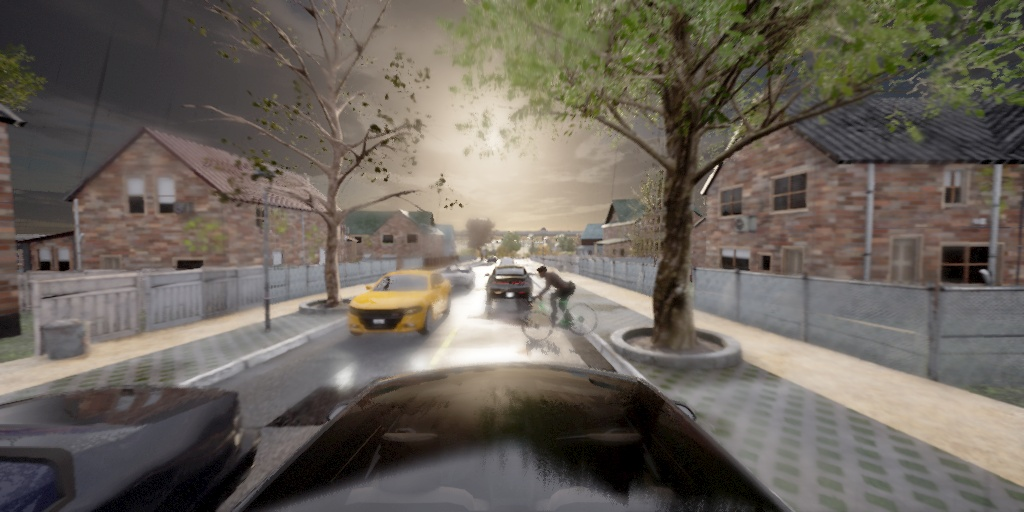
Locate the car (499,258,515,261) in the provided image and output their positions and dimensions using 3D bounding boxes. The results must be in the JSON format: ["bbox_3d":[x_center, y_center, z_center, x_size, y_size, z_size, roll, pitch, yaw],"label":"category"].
[{"bbox_3d":[-0.609,0.906,45.335,1.812,1.442,4.674,0,0,-1],"label":"car"}]

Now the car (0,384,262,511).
[{"bbox_3d":[-2.804,1.326,0.330,2.033,1.411,5.357,0,1,-1],"label":"car"}]

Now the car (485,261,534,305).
[{"bbox_3d":[-0.106,1.127,15.346,1.837,1.490,4.892,0,0,-1],"label":"car"}]

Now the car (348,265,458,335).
[{"bbox_3d":[-2.972,1.160,10.444,1.882,1.535,5.008,0,1,-1],"label":"car"}]

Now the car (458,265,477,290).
[{"bbox_3d":[-3.137,1.191,20.719,1.895,1.301,4.718,0,0,-1],"label":"car"}]

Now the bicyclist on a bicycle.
[{"bbox_3d":[0.935,0.995,7.768,1.656,1.620,0.582,-11,-5,11],"label":"bicyclist on a bicycle"}]
